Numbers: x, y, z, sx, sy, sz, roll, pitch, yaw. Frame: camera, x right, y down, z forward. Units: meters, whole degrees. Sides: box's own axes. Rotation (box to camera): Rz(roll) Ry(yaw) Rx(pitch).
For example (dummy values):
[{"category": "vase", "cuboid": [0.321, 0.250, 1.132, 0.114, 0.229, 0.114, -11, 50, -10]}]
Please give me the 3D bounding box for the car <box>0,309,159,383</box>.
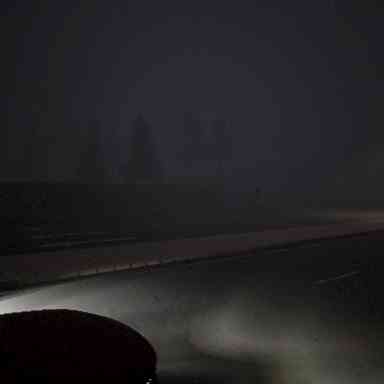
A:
[{"category": "car", "cuboid": [-2.547, 1.477, 1.941, 5.008, 1.535, 1.882, 0, 0, -35]}]
